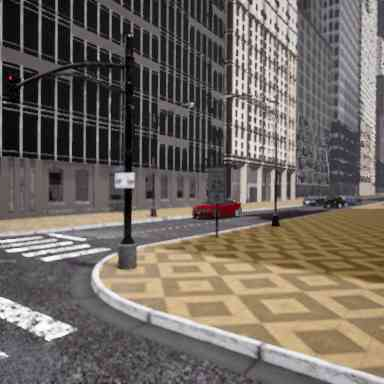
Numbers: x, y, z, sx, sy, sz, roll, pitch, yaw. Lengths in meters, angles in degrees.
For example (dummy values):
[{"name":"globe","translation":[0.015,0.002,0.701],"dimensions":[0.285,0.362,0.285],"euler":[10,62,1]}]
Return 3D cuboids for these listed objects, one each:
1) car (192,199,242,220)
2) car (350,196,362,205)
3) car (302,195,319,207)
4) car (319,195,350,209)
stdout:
[{"name":"car","translation":[1.946,1.205,25.297],"dimensions":[1.882,1.535,5.008],"euler":[1,1,37]},{"name":"car","translation":[23.823,1.225,49.332],"dimensions":[2.033,1.411,5.357],"euler":[1,1,37]},{"name":"car","translation":[16.140,1.157,44.135],"dimensions":[2.128,1.511,4.902],"euler":[1,1,37]},{"name":"car","translation":[17.610,1.212,40.965],"dimensions":[1.837,1.490,4.892],"euler":[1,1,37]}]
